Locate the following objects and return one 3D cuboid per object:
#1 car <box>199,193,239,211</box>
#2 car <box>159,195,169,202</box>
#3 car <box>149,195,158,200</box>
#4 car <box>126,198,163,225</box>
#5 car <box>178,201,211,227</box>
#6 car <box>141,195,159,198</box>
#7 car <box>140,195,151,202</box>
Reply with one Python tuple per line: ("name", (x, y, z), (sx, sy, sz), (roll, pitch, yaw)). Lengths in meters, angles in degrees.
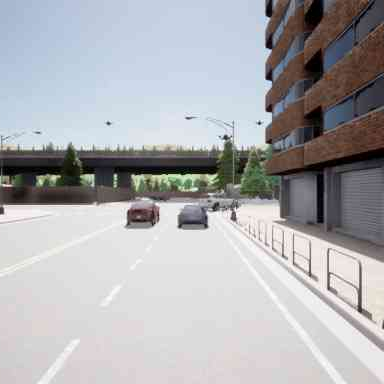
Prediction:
("car", (3.281, 1.208, 39.954), (5.566, 2.045, 2.150), (0, -2, -42))
("car", (-7.000, 1.553, 76.416), (1.994, 1.385, 4.181), (0, 0, 0))
("car", (-10.518, 1.553, 91.059), (1.994, 1.385, 4.181), (0, 0, 0))
("car", (-3.428, 1.478, 23.928), (1.882, 1.535, 5.008), (0, 0, 0))
("car", (0.071, 1.564, 22.884), (1.994, 1.385, 4.181), (0, 0, 0))
("car", (-6.342, 1.506, 42.400), (1.812, 1.442, 4.674), (1, 0, -32))
("car", (-10.500, 1.524, 75.937), (1.812, 1.442, 4.674), (0, 0, 0))
